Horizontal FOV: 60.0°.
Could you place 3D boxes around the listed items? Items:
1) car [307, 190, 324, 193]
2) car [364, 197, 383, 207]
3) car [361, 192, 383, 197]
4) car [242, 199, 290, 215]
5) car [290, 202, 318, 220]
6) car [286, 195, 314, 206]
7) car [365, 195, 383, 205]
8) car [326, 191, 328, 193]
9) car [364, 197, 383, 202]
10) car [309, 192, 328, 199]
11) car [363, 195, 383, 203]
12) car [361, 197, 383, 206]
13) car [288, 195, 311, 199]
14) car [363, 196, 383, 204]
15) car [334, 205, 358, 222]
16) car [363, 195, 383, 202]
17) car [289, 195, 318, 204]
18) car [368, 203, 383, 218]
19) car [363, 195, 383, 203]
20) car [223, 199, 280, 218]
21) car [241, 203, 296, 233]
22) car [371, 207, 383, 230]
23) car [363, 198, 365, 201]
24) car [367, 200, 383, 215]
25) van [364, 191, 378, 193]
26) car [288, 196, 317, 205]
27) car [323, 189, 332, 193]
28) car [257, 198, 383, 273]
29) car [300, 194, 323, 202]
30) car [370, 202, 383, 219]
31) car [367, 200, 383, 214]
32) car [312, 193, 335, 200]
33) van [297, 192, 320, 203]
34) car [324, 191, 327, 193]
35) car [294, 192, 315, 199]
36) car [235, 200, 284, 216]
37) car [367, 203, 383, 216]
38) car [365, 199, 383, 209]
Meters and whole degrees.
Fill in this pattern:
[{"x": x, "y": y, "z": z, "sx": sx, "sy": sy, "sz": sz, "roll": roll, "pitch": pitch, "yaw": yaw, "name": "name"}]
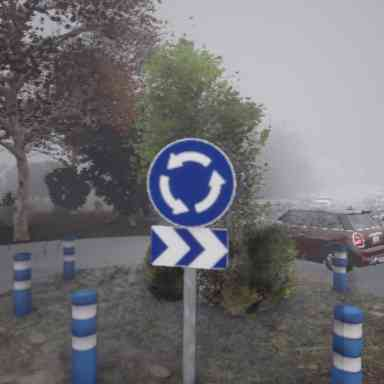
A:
[{"x": 23.732, "y": 1.210, "z": 68.887, "sx": 5.566, "sy": 2.045, "sz": 2.435, "roll": 2, "pitch": 2, "yaw": 27, "name": "car"}, {"x": 35.410, "y": 1.898, "z": 63.081, "sx": 5.008, "sy": 1.535, "sz": 2.097, "roll": 2, "pitch": 2, "yaw": 27, "name": "car"}, {"x": 34.136, "y": 1.700, "z": 60.601, "sx": 5.566, "sy": 2.045, "sz": 2.435, "roll": 2, "pitch": 2, "yaw": 27, "name": "car"}, {"x": 8.650, "y": 1.695, "z": 38.891, "sx": 5.008, "sy": 1.535, "sz": 2.097, "roll": 2, "pitch": 0, "yaw": 27, "name": "car"}, {"x": 11.070, "y": 1.824, "z": 32.700, "sx": 1.837, "sy": 1.490, "sz": 4.892, "roll": 2, "pitch": 0, "yaw": 27, "name": "car"}, {"x": 19.872, "y": 1.496, "z": 61.342, "sx": 4.553, "sy": 1.767, "sz": 2.185, "roll": 2, "pitch": 2, "yaw": 27, "name": "car"}, {"x": 37.877, "y": 1.667, "z": 67.927, "sx": 4.553, "sy": 1.767, "sz": 2.185, "roll": 2, "pitch": 2, "yaw": 27, "name": "car"}, {"x": 29.944, "y": 1.186, "z": 81.352, "sx": 4.892, "sy": 1.521, "sz": 2.231, "roll": 2, "pitch": 2, "yaw": 27, "name": "car"}, {"x": 16.654, "y": 1.745, "z": 25.736, "sx": 5.566, "sy": 2.045, "sz": 2.435, "roll": 2, "pitch": 0, "yaw": 27, "name": "car"}, {"x": 33.729, "y": 0.891, "z": 88.796, "sx": 4.553, "sy": 1.767, "sz": 2.185, "roll": 2, "pitch": 2, "yaw": 27, "name": "car"}, {"x": 42.903, "y": 1.567, "z": 78.001, "sx": 5.008, "sy": 1.535, "sz": 2.097, "roll": 2, "pitch": 2, "yaw": 27, "name": "car"}, {"x": 36.488, "y": 1.834, "z": 65.653, "sx": 5.366, "sy": 1.575, "sz": 1.946, "roll": 2, "pitch": 2, "yaw": 27, "name": "car"}, {"x": 15.058, "y": 1.743, "z": 51.275, "sx": 5.366, "sy": 1.575, "sz": 1.946, "roll": 2, "pitch": 1, "yaw": 27, "name": "car"}, {"x": 39.146, "y": 1.735, "z": 70.546, "sx": 4.892, "sy": 1.521, "sz": 2.231, "roll": 2, "pitch": 2, "yaw": 27, "name": "car"}, {"x": 15.249, "y": 2.037, "z": 32.801, "sx": 1.994, "sy": 1.385, "sz": 4.181, "roll": 2, "pitch": 0, "yaw": 27, "name": "car"}, {"x": 44.144, "y": 1.551, "z": 80.494, "sx": 4.674, "sy": 1.452, "sz": 2.002, "roll": 2, "pitch": 2, "yaw": 27, "name": "car"}, {"x": 22.286, "y": 1.506, "z": 66.502, "sx": 5.366, "sy": 1.575, "sz": 1.946, "roll": 2, "pitch": 2, "yaw": 27, "name": "car"}, {"x": 22.936, "y": 2.208, "z": 38.171, "sx": 4.792, "sy": 1.488, "sz": 2.163, "roll": 2, "pitch": 1, "yaw": 27, "name": "car"}, {"x": 41.644, "y": 1.622, "z": 75.520, "sx": 5.008, "sy": 1.535, "sz": 2.097, "roll": 2, "pitch": 2, "yaw": 27, "name": "car"}, {"x": 6.041, "y": 1.607, "z": 34.106, "sx": 5.366, "sy": 1.575, "sz": 1.946, "roll": 2, "pitch": 0, "yaw": 27, "name": "car"}, {"x": 4.769, "y": 1.450, "z": 20.090, "sx": 2.128, "sy": 1.511, "sz": 4.902, "roll": 2, "pitch": -1, "yaw": 26, "name": "car"}, {"x": 15.425, "y": 1.931, "z": 23.221, "sx": 5.008, "sy": 1.535, "sz": 2.097, "roll": 2, "pitch": 0, "yaw": 27, "name": "car"}, {"x": 29.162, "y": 2.134, "z": 50.634, "sx": 5.008, "sy": 1.535, "sz": 2.097, "roll": 2, "pitch": 2, "yaw": 27, "name": "car"}, {"x": 25.385, "y": 2.060, "z": 43.179, "sx": 4.553, "sy": 1.767, "sz": 2.185, "roll": 2, "pitch": 1, "yaw": 27, "name": "car"}, {"x": 40.301, "y": 1.449, "z": 73.075, "sx": 4.442, "sy": 1.987, "sz": 1.878, "roll": 2, "pitch": 2, "yaw": 27, "name": "van"}, {"x": 21.152, "y": 1.572, "z": 63.819, "sx": 5.008, "sy": 1.535, "sz": 2.097, "roll": 2, "pitch": 2, "yaw": 27, "name": "car"}, {"x": 32.480, "y": 0.823, "z": 86.306, "sx": 5.566, "sy": 2.045, "sz": 2.435, "roll": 2, "pitch": 2, "yaw": 27, "name": "car"}, {"x": 3.702, "y": 1.263, "z": 10.661, "sx": 2.097, "sy": 1.767, "sz": 4.553, "roll": -1, "pitch": 1, "yaw": -36, "name": "car"}, {"x": 27.447, "y": 1.336, "z": 76.375, "sx": 4.674, "sy": 1.452, "sz": 2.002, "roll": 2, "pitch": 2, "yaw": 27, "name": "car"}, {"x": 21.694, "y": 2.037, "z": 35.676, "sx": 4.553, "sy": 1.767, "sz": 2.185, "roll": 2, "pitch": 1, "yaw": 27, "name": "car"}, {"x": 26.631, "y": 2.051, "z": 45.664, "sx": 4.553, "sy": 1.767, "sz": 2.185, "roll": 2, "pitch": 1, "yaw": 27, "name": "car"}, {"x": 20.007, "y": 1.645, "z": 50.319, "sx": 2.150, "sy": 2.045, "sz": 5.566, "roll": 2, "pitch": 1, "yaw": 27, "name": "car"}, {"x": 25.060, "y": 1.184, "z": 71.337, "sx": 4.442, "sy": 1.987, "sz": 1.878, "roll": 2, "pitch": 2, "yaw": 27, "name": "van"}, {"x": 28.695, "y": 1.241, "z": 78.863, "sx": 5.008, "sy": 1.535, "sz": 2.097, "roll": 2, "pitch": 2, "yaw": 27, "name": "car"}, {"x": 17.375, "y": 1.445, "z": 56.351, "sx": 5.566, "sy": 2.045, "sz": 2.435, "roll": 2, "pitch": 2, "yaw": 27, "name": "car"}, {"x": 7.420, "y": 1.691, "z": 36.385, "sx": 4.792, "sy": 1.488, "sz": 2.163, "roll": 2, "pitch": 0, "yaw": 27, "name": "car"}, {"x": 24.133, "y": 2.215, "z": 40.689, "sx": 4.792, "sy": 1.488, "sz": 2.163, "roll": 2, "pitch": 1, "yaw": 27, "name": "car"}, {"x": 31.683, "y": 2.088, "z": 55.609, "sx": 4.792, "sy": 1.488, "sz": 2.163, "roll": 2, "pitch": 2, "yaw": 27, "name": "car"}]
